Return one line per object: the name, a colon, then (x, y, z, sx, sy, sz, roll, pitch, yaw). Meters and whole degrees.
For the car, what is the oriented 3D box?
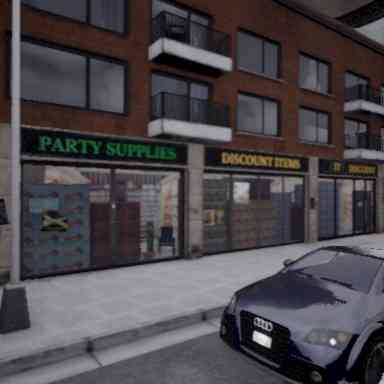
car: (2.456, 1.573, 5.116, 4.181, 1.385, 1.994, 0, 0, -35)
